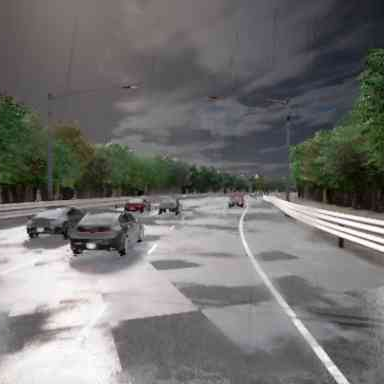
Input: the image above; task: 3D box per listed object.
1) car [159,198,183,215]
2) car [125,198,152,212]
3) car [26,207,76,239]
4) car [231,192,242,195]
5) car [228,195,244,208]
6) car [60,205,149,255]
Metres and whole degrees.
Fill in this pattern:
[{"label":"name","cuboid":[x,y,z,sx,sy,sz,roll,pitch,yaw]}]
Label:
[{"label":"car","cuboid":[-2.008,1.401,32.273,1.837,1.490,4.892,0,0,5]},{"label":"car","cuboid":[-5.402,1.367,33.723,1.882,1.535,5.008,0,0,5]},{"label":"car","cuboid":[-6.485,1.463,16.728,1.812,1.442,4.674,0,0,2]},{"label":"car","cuboid":[6.948,1.071,51.761,2.150,2.045,5.566,0,0,8]},{"label":"car","cuboid":[5.871,1.468,44.589,1.895,1.301,4.718,0,0,9]},{"label":"car","cuboid":[-3.127,1.456,12.993,1.837,1.490,4.892,0,0,2]}]
